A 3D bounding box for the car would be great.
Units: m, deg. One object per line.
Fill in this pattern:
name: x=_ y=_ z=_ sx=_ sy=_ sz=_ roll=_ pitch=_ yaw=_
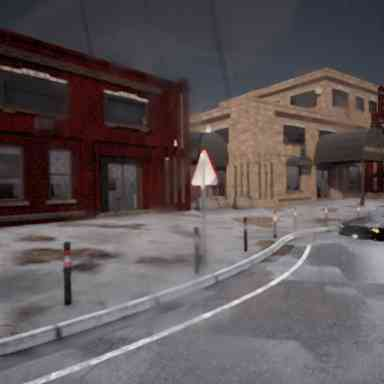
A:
car: x=8.596 y=1.237 z=13.717 sx=5.357 sy=1.411 sz=2.033 roll=-1 pitch=1 yaw=-24
